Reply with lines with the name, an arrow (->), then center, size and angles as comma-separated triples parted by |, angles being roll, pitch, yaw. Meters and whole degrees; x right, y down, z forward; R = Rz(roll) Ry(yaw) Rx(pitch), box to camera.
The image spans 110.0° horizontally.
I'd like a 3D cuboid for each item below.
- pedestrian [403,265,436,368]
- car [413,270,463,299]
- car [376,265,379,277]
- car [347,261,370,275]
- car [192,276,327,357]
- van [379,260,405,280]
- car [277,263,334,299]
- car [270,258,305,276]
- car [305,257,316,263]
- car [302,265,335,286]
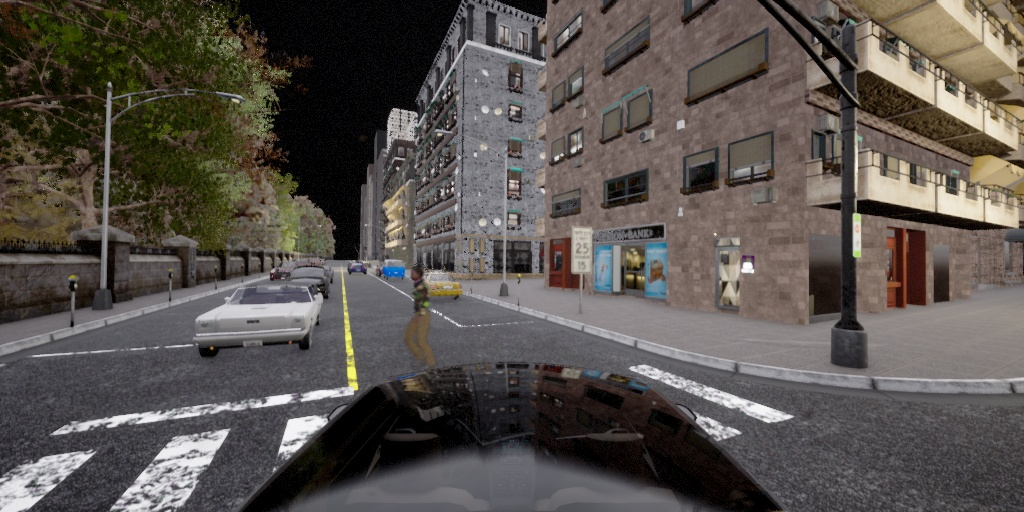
pedestrian -> -1.601, 1.055, 6.200 | 0.375, 1.860, 0.375 | 2, -1, -26
car -> -3.909, 1.380, 18.294 | 1.751, 1.417, 4.829 | 0, 0, -26
car -> -13.385, 1.363, 38.132 | 1.967, 1.591, 4.097 | 0, 0, -26
car -> -18.089, 1.419, 42.003 | 1.812, 1.442, 4.674 | 1, -1, -25
car -> -5.751, 1.324, 8.680 | 1.895, 1.301, 4.718 | 1, -1, -25
van -> -10.997, 1.247, 33.135 | 1.690, 1.789, 3.998 | 0, 0, -26
car -> -10.030, 1.258, 17.717 | 1.837, 1.490, 4.892 | 1, -1, -26
car -> -18.557, 1.189, 29.521 | 1.967, 1.591, 4.097 | 0, 0, -26
car -> -23.332, 1.100, 39.516 | 2.192, 1.841, 5.009 | 0, 0, -26
car -> -14.448, 1.386, 26.972 | 1.895, 1.301, 4.718 | 1, -1, -25
